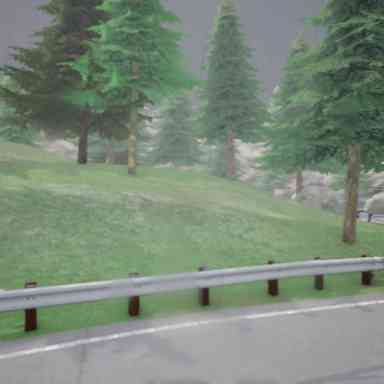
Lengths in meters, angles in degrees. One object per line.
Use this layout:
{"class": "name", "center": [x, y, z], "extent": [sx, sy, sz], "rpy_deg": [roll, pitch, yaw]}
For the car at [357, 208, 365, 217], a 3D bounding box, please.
{"class": "car", "center": [14.480, 1.711, 32.830], "extent": [2.033, 1.411, 5.357], "rpy_deg": [0, 0, -17]}
